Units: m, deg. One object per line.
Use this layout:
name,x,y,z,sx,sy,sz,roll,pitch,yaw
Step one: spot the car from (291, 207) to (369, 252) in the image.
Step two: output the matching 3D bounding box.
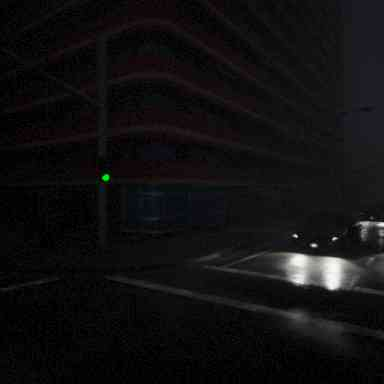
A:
car,5.961,1.561,14.301,2.033,1.411,5.357,0,0,35

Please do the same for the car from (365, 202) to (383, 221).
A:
car,15.053,1.561,27.183,2.033,1.411,5.357,0,0,35
